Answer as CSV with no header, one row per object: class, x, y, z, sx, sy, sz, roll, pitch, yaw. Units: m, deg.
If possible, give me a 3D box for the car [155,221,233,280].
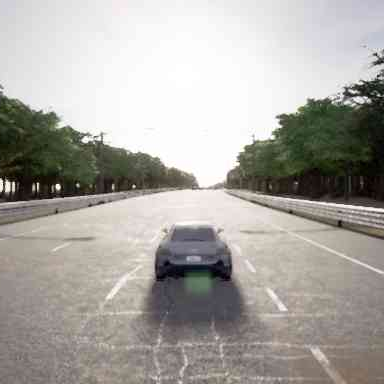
car,0.028,1.548,9.854,1.994,1.385,4.181,0,0,0
